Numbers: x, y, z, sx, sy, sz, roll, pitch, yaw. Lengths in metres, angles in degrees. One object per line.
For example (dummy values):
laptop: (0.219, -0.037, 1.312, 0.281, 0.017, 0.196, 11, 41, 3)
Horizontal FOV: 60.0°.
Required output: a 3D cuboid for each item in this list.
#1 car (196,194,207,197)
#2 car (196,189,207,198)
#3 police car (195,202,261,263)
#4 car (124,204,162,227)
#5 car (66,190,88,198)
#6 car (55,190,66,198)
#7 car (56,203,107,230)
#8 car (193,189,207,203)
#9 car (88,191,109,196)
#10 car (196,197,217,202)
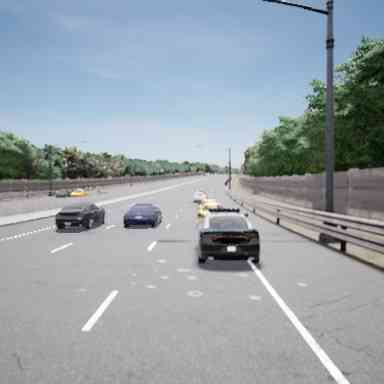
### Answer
car: (1.460, 1.262, 27.801, 1.801, 1.575, 5.366, 0, 1, 2)
car: (1.764, 0.229, 61.803, 1.882, 1.535, 5.008, 0, 2, 3)
police car: (1.144, 1.385, 11.910, 1.930, 1.638, 5.238, 0, 0, 1)
car: (-3.124, 1.457, 21.756, 1.994, 1.385, 4.181, 0, 1, 1)
car: (-19.474, 0.382, 57.850, 1.882, 1.535, 5.008, 0, 2, 3)
car: (-22.878, 0.401, 59.617, 1.994, 1.385, 4.181, 0, 2, 3)
car: (-6.659, 1.413, 20.383, 1.837, 1.490, 4.892, 0, 1, 1)
car: (1.200, 0.757, 49.049, 1.812, 1.442, 4.674, 0, 2, 3)
car: (-15.954, 0.488, 58.293, 1.895, 1.301, 4.718, 0, 2, 3)
car: (1.317, 1.346, 21.873, 1.801, 1.575, 5.366, 0, 1, 1)
